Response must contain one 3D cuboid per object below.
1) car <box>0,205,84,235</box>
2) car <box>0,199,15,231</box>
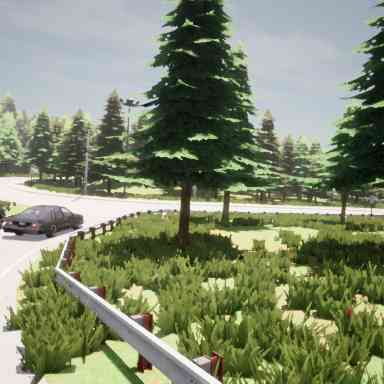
[{"bbox_3d":[-7.408,1.414,17.304,2.033,1.411,5.357,4,1,3],"label":"car"},{"bbox_3d":[-10.776,1.157,15.582,2.128,1.511,4.902,4,1,2],"label":"car"}]
